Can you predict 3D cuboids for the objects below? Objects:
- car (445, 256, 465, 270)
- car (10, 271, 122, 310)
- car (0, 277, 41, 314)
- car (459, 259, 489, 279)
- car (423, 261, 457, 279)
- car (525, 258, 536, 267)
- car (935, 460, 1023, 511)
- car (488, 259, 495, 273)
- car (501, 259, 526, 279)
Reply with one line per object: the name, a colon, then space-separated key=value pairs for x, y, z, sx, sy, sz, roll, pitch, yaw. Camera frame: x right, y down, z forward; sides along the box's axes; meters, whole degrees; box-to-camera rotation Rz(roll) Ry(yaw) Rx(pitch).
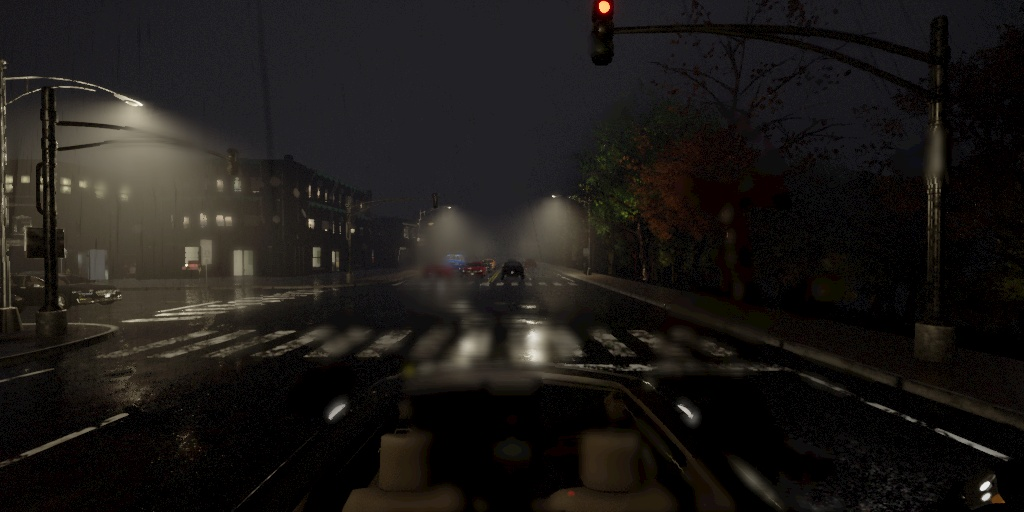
car: x=-6.677 y=0.957 z=42.771 sx=2.150 sy=2.045 sz=5.566 roll=0 pitch=0 yaw=0
car: x=-19.620 y=1.472 z=15.228 sx=4.892 sy=1.490 sz=1.837 roll=-1 pitch=1 yaw=0
car: x=-19.971 y=1.565 z=12.521 sx=4.313 sy=1.339 sz=1.948 roll=0 pitch=0 yaw=0
car: x=-3.411 y=1.266 z=33.087 sx=1.812 sy=1.442 sz=4.674 roll=0 pitch=0 yaw=0
car: x=-6.661 y=1.341 z=32.866 sx=1.895 sy=1.301 sz=4.718 roll=0 pitch=0 yaw=2
car: x=3.213 y=1.204 z=63.215 sx=1.882 sy=1.535 sz=5.008 roll=0 pitch=0 yaw=0
car: x=3.356 y=1.314 z=0.208 sx=1.994 sy=1.385 sz=4.181 roll=0 pitch=0 yaw=0
car: x=-3.424 y=1.240 z=43.154 sx=1.837 sy=1.490 sz=4.892 roll=0 pitch=0 yaw=0
car: x=0.050 y=1.218 z=32.604 sx=1.882 sy=1.535 sz=5.008 roll=0 pitch=0 yaw=0
